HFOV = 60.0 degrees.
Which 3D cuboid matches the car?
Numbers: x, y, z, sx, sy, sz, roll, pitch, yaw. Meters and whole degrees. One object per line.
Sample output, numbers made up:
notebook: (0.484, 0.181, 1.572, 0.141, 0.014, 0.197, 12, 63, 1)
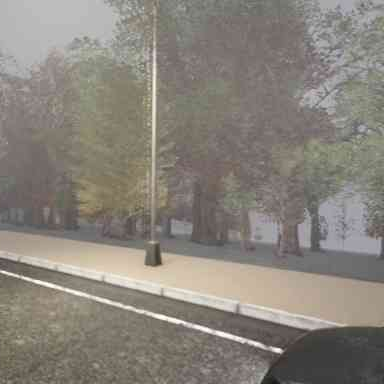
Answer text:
car: (2.424, 1.564, 1.934, 4.181, 1.385, 1.994, 0, 0, 36)
